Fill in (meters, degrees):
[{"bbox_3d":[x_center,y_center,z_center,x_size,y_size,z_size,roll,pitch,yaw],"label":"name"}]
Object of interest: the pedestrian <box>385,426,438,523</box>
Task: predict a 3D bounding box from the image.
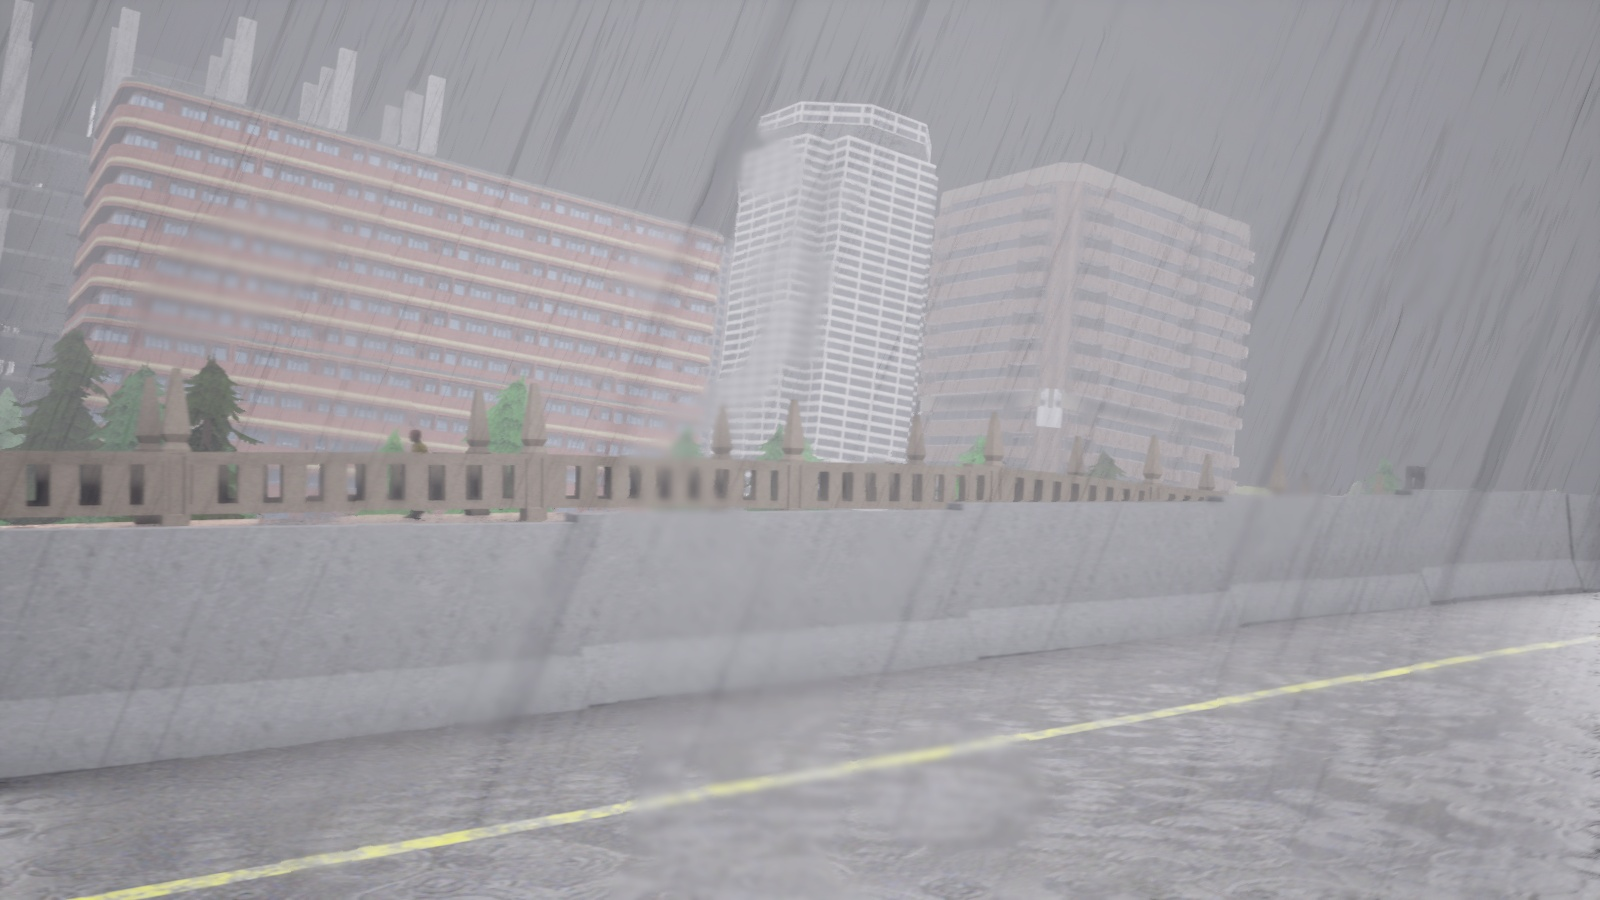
[{"bbox_3d":[-7.664,0.490,24.781,0.726,1.835,0.370,9,-5,-34],"label":"pedestrian"}]
